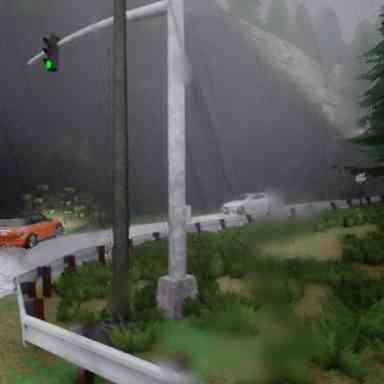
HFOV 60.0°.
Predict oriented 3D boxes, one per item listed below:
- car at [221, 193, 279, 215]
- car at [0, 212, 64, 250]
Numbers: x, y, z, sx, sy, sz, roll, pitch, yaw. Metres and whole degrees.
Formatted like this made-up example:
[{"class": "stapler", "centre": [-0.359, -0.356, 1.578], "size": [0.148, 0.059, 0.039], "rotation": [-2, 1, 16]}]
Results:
[{"class": "car", "centre": [4.304, 0.827, 24.565], "size": [4.674, 1.442, 1.812], "rotation": [-6, 2, -29]}, {"class": "car", "centre": [-8.659, 1.850, 17.607], "size": [2.097, 1.767, 4.553], "rotation": [-1, 3, 1]}]
